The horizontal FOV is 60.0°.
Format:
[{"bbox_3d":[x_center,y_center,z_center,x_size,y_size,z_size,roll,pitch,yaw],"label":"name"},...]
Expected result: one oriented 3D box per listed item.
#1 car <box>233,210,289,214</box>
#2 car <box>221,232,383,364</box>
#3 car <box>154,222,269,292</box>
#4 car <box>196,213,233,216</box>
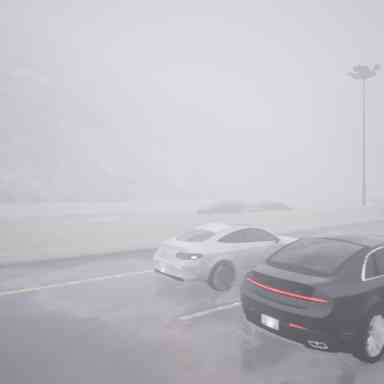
[{"bbox_3d":[5.750,1.506,25.688,4.892,1.490,1.837,0,0,-39],"label":"car"},{"bbox_3d":[3.024,1.505,5.905,4.892,1.490,1.837,0,0,-36],"label":"car"},{"bbox_3d":[1.225,1.526,8.920,4.674,1.442,1.812,0,0,-36],"label":"car"},{"bbox_3d":[2.583,1.478,27.649,5.008,1.535,1.882,0,0,-38],"label":"car"}]
